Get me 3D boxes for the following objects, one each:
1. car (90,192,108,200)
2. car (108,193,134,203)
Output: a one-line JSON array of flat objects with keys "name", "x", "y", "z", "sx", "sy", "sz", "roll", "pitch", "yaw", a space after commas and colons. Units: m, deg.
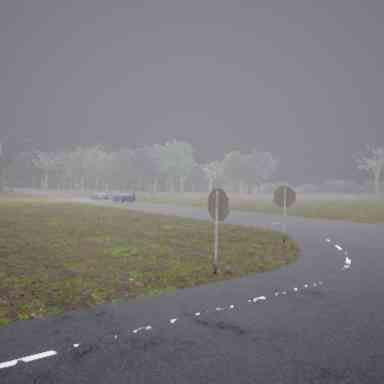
[{"name": "car", "x": -16.627, "y": 0.711, "z": 59.895, "sx": 2.033, "sy": 1.411, "sz": 5.357, "roll": 2, "pitch": 0, "yaw": -35}, {"name": "car", "x": -10.697, "y": 0.842, "z": 51.329, "sx": 1.882, "sy": 1.535, "sz": 5.008, "roll": 2, "pitch": 0, "yaw": -35}]
